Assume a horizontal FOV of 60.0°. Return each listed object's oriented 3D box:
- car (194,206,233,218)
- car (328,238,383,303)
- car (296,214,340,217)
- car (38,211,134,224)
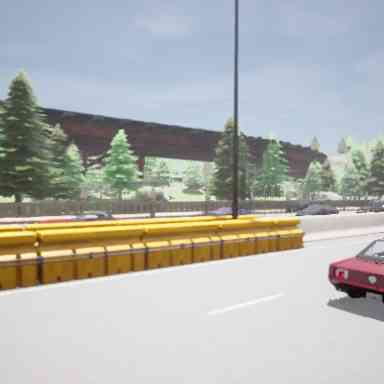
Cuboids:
[{"bbox_3d":[2.667,1.703,22.970,5.357,1.411,2.033,1,0,-36],"label":"car"},{"bbox_3d":[5.191,1.686,7.450,4.718,1.301,1.895,1,0,-36],"label":"car"},{"bbox_3d":[11.071,1.785,28.966,4.674,1.442,1.812,1,0,-36],"label":"car"},{"bbox_3d":[-5.483,1.657,17.234,4.718,1.301,1.895,1,0,-35],"label":"car"}]
